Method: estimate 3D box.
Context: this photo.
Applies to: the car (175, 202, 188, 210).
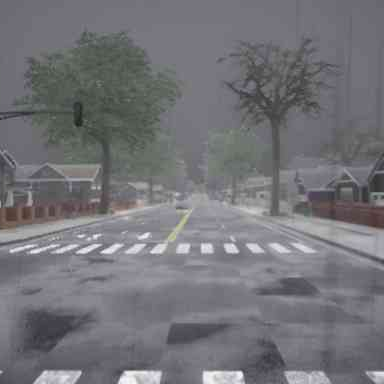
[{"bbox_3d":[-1.743,2.369,56.445,1.994,1.385,4.181,-1,0,1],"label":"car"}]
